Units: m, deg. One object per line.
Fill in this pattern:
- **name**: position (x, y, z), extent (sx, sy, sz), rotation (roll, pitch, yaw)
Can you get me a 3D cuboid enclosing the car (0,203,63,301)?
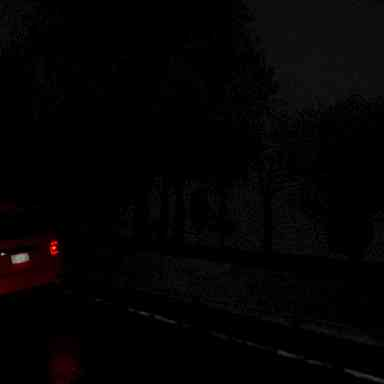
- **car**: position (-5.172, 1.258, 7.374), extent (5.566, 2.045, 2.150), rotation (0, 0, 36)
